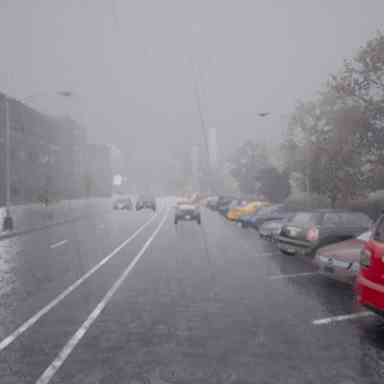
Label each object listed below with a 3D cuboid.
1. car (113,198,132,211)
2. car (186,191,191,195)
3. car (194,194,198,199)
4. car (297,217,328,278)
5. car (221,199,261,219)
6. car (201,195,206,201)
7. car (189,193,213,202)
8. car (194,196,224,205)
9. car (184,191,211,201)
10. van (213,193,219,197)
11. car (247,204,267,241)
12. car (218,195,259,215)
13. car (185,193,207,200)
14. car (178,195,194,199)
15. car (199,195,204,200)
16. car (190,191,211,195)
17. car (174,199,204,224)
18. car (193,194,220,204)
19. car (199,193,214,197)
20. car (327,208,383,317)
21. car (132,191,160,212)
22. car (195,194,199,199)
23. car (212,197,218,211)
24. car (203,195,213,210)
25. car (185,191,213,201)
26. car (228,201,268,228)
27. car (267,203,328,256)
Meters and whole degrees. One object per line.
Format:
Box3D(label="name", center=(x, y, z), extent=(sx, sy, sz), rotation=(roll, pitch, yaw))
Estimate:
Box3D(label="car", center=(-8.200, 1.498, 39.887), extent=(2.128, 1.511, 4.902), rotation=(0, 0, -3))
Box3D(label="car", center=(2.411, 1.120, 64.683), extent=(5.566, 2.045, 2.435), rotation=(0, 1, -25))
Box3D(label="car", center=(3.391, 1.486, 52.841), extent=(4.892, 1.521, 2.231), rotation=(1, 1, -24))
Box3D(label="car", center=(5.266, 1.510, 8.317), extent=(4.674, 1.452, 2.002), rotation=(1, 0, -21))
Box3D(label="car", center=(4.925, 1.460, 23.173), extent=(5.008, 1.535, 2.097), rotation=(1, 0, -22))
Box3D(label="car", center=(4.134, 1.476, 40.983), extent=(5.008, 1.535, 2.097), rotation=(1, 0, -23))
Box3D(label="car", center=(1.913, 1.128, 70.636), extent=(4.553, 1.767, 2.185), rotation=(0, 2, -26))
Box3D(label="car", center=(2.956, 1.478, 58.792), extent=(4.792, 1.488, 2.163), rotation=(0, 0, -25))
Box3D(label="car", center=(1.316, 0.861, 76.549), extent=(5.566, 2.045, 2.435), rotation=(0, 1, -26))
Box3D(label="van", center=(4.699, 1.241, 32.130), extent=(4.442, 1.987, 1.878), rotation=(1, 0, -23))
Box3D(label="car", center=(5.175, 1.465, 14.258), extent=(4.892, 1.521, 2.231), rotation=(1, 0, -21))
Box3D(label="car", center=(4.798, 1.335, 26.135), extent=(4.553, 1.767, 2.185), rotation=(1, 0, -22))
Box3D(label="car", center=(0.970, 1.043, 79.495), extent=(4.892, 1.521, 2.231), rotation=(0, 1, -26))
Box3D(label="car", center=(-1.118, 1.474, 41.107), extent=(1.882, 1.535, 5.008), rotation=(0, 0, -3))
Box3D(label="car", center=(4.139, 1.480, 44.023), extent=(5.366, 1.575, 1.946), rotation=(1, 0, -24))
Box3D(label="car", center=(3.190, 1.221, 55.825), extent=(5.566, 2.045, 2.435), rotation=(1, 0, -25))
Box3D(label="car", center=(-0.358, 1.503, 24.351), extent=(1.812, 1.442, 4.674), rotation=(0, 0, -2))
Box3D(label="car", center=(2.661, 1.289, 61.726), extent=(4.553, 1.767, 2.185), rotation=(0, 1, -25))
Box3D(label="car", center=(3.815, 1.359, 46.920), extent=(4.553, 1.767, 2.185), rotation=(1, 0, -24))
Box3D(label="car", center=(5.323, 1.224, 5.363), extent=(5.566, 2.045, 2.435), rotation=(1, 0, -21))
Box3D(label="car", center=(-5.377, 1.225, 39.541), extent=(2.150, 2.045, 5.566), rotation=(0, 0, -3))
Box3D(label="car", center=(3.585, 1.488, 49.878), extent=(5.008, 1.535, 2.097), rotation=(1, 0, -24))
Box3D(label="car", center=(4.724, 1.462, 29.107), extent=(5.008, 1.535, 2.097), rotation=(1, 0, -22))
Box3D(label="car", center=(4.312, 1.473, 38.010), extent=(5.008, 1.535, 2.097), rotation=(1, 0, -23))
Box3D(label="car", center=(1.571, 0.932, 73.559), extent=(5.566, 2.045, 2.435), rotation=(0, 2, -26))
Box3D(label="car", center=(4.992, 1.490, 20.191), extent=(4.792, 1.488, 2.163), rotation=(1, 0, -22))
Box3D(label="car", center=(5.190, 1.340, 11.284), extent=(4.553, 1.767, 2.185), rotation=(1, 0, -21))
